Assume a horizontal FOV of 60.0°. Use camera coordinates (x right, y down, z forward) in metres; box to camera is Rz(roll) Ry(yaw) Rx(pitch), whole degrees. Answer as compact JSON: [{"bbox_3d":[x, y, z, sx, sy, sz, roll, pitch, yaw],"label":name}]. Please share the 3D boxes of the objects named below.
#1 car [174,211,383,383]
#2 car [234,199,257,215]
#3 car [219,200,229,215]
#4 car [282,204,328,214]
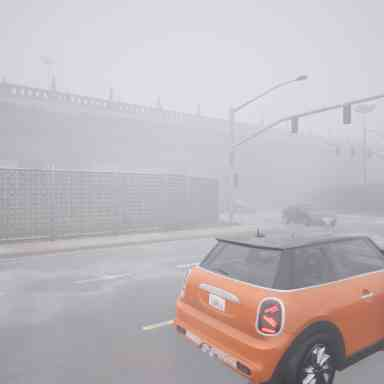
[{"bbox_3d":[2.045,1.352,5.245,4.553,1.767,2.097,0,0,-35],"label":"car"},{"bbox_3d":[4.683,1.533,35.465,1.882,1.535,5.008,0,0,-35],"label":"car"},{"bbox_3d":[1.399,1.560,34.041,1.837,1.490,4.892,0,0,-36],"label":"car"},{"bbox_3d":[7.563,1.526,21.762,2.128,1.511,4.902,0,0,-8],"label":"car"}]
